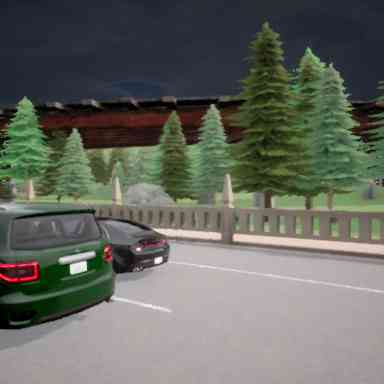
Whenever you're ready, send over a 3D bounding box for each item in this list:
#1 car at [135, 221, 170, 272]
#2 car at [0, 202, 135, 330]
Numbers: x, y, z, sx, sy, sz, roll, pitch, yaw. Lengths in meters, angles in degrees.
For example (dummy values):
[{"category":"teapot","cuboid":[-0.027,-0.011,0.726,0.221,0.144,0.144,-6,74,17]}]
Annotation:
[{"category":"car","cuboid":[-2.938,1.484,9.754,4.892,1.490,1.837,0,0,31]},{"category":"car","cuboid":[-3.976,1.215,6.361,5.566,2.045,2.150,0,0,32]}]
